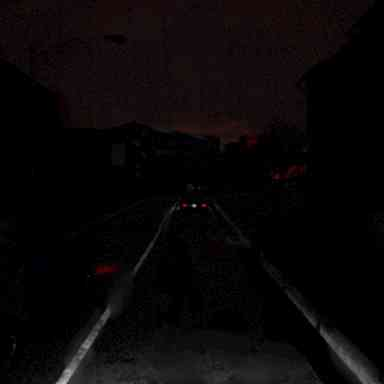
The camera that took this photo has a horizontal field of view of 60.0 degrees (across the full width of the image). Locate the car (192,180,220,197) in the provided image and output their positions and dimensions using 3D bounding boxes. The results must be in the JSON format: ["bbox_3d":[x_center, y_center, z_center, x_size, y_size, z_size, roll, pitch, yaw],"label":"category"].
[{"bbox_3d":[1.735,-0.387,40.628,2.150,2.045,5.566,-1,1,19],"label":"car"}]

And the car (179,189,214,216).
[{"bbox_3d":[0.096,0.765,22.782,2.033,1.411,5.357,0,3,-1],"label":"car"}]

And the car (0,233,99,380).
[{"bbox_3d":[-3.094,1.460,5.571,2.033,1.411,5.357,0,1,0],"label":"car"}]
